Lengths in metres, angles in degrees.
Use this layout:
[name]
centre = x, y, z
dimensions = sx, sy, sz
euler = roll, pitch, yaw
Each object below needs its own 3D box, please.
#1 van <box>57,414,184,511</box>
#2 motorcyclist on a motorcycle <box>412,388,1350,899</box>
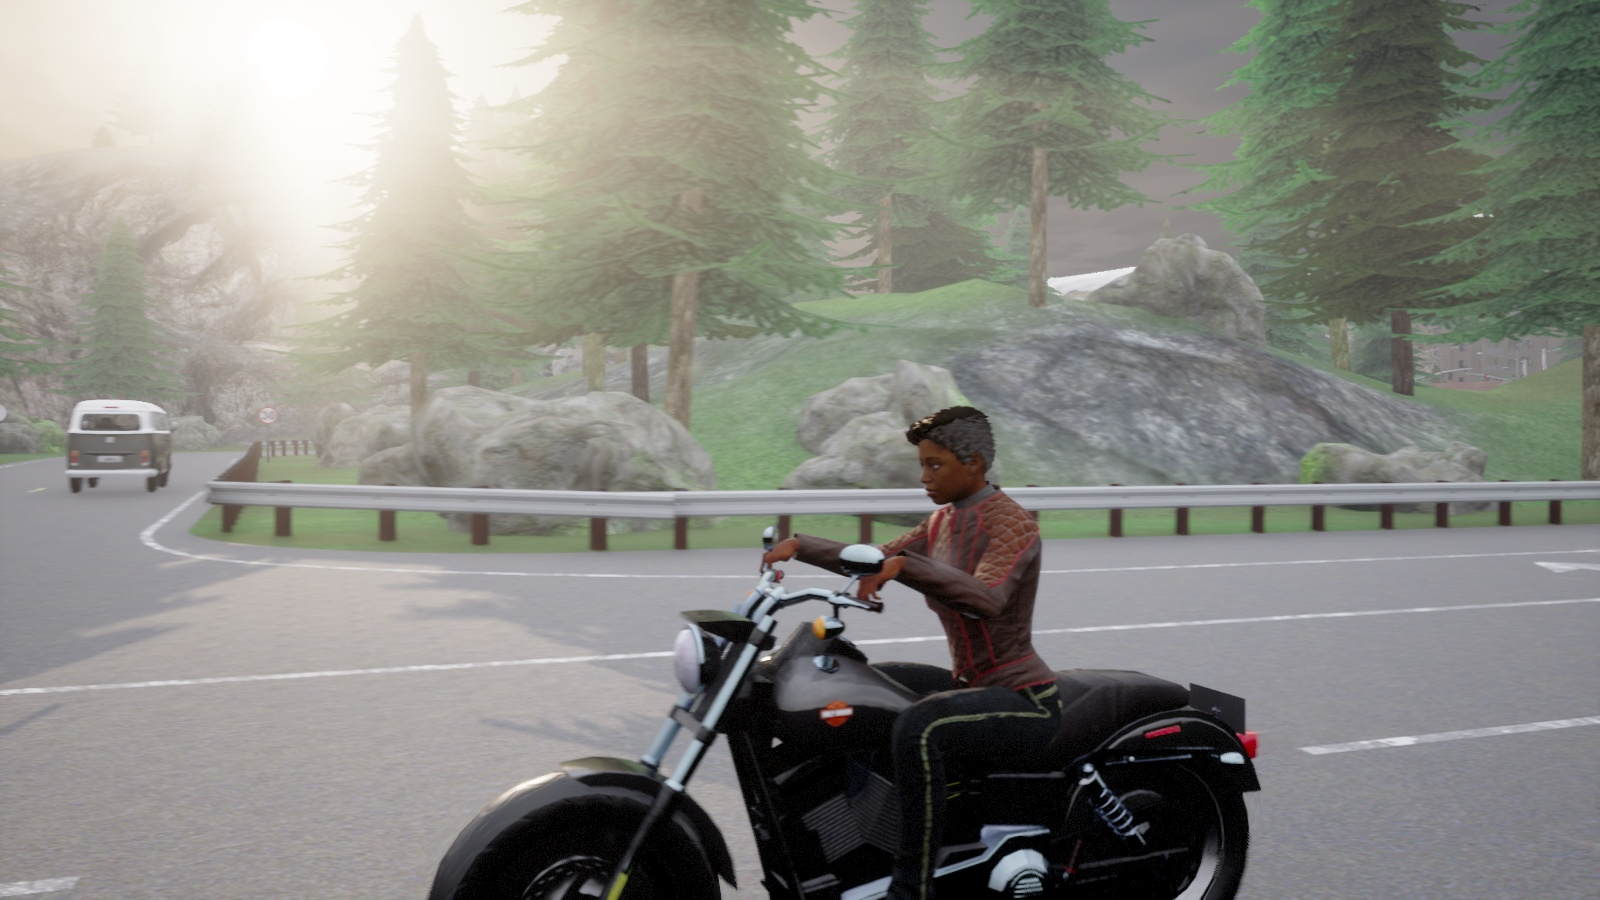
[van]
centre = -15.590, 0.226, 29.050
dimensions = 2.069, 2.038, 4.480
euler = -1, 1, -22
[motorcyclist on a motorcycle]
centre = 0.243, 0.684, 3.331
dimensions = 2.350, 1.649, 0.766
euler = -2, 1, -21
